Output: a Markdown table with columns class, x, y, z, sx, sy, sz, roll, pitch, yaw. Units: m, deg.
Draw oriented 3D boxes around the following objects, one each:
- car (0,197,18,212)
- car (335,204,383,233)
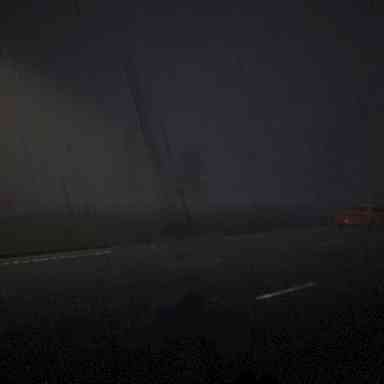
| class | x | y | z | sx | sy | sz | roll | pitch | yaw |
| --- | --- | --- | --- | --- | --- | --- | --- | --- | --- |
| car | -21.723 | 1.352 | 38.904 | 2.097 | 1.767 | 4.553 | 0 | 0 | -24 |
| car | 10.615 | 1.475 | 19.930 | 5.008 | 1.535 | 1.882 | 0 | 0 | -36 |
